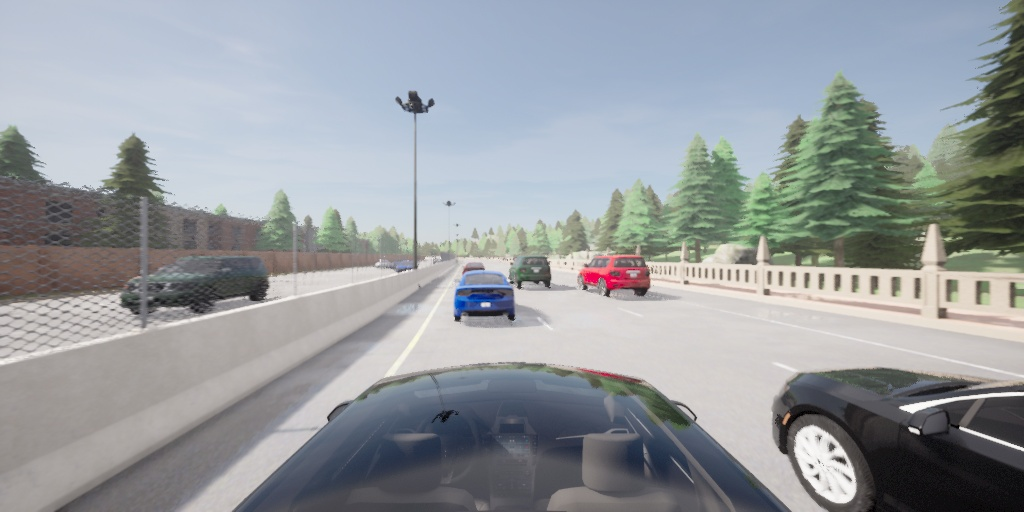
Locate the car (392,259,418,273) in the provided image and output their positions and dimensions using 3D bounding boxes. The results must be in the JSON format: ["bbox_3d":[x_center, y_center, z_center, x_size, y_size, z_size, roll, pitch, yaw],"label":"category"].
[{"bbox_3d":[-11.638,1.286,40.078,1.882,1.535,5.008,0,0,-7],"label":"car"}]

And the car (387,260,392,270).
[{"bbox_3d":[-16.926,1.183,54.353,2.097,1.767,4.553,0,0,-7],"label":"car"}]

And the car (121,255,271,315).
[{"bbox_3d":[-11.916,0.995,14.156,2.150,2.045,5.566,0,0,-7],"label":"car"}]

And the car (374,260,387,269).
[{"bbox_3d":[-20.980,1.365,58.650,1.812,1.442,4.674,0,0,-7],"label":"car"}]

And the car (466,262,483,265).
[{"bbox_3d":[-3.236,1.268,30.888,1.882,1.535,5.008,0,0,-7],"label":"car"}]

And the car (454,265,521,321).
[{"bbox_3d":[-1.014,1.243,12.653,1.882,1.535,5.008,0,0,-6],"label":"car"}]

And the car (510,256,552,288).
[{"bbox_3d":[1.138,1.000,24.142,2.150,2.045,5.566,0,0,-7],"label":"car"}]

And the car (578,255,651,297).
[{"bbox_3d":[5.278,0.990,19.171,2.150,2.045,5.566,0,0,-7],"label":"car"}]

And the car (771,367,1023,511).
[{"bbox_3d":[3.394,1.252,1.382,1.837,1.490,4.892,0,0,-1],"label":"car"}]
